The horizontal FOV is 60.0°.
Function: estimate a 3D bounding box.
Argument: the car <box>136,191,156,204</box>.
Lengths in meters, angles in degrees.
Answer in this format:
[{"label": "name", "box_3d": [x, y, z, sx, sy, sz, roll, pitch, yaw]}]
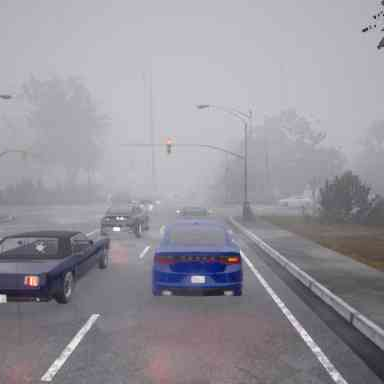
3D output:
[{"label": "car", "box_3d": [-6.755, 1.095, 49.408, 1.882, 1.535, 5.008, 0, 1, -3]}]

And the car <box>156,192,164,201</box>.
[{"label": "car", "box_3d": [-6.982, 1.049, 63.690, 1.994, 1.385, 4.181, 0, 1, 0]}]

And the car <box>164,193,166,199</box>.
[{"label": "car", "box_3d": [-7.016, 0.827, 75.308, 1.882, 1.535, 5.008, 0, 1, -1]}]

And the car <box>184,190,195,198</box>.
[{"label": "car", "box_3d": [-0.354, 0.419, 85.490, 2.150, 2.045, 5.566, 0, 1, -4]}]

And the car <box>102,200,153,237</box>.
[{"label": "car", "box_3d": [-3.376, 1.402, 17.322, 1.837, 1.490, 4.892, 0, 0, 0]}]

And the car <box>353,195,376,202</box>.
[{"label": "car", "box_3d": [23.501, 1.173, 43.415, 4.892, 1.490, 1.837, 0, 1, -3]}]

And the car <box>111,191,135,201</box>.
[{"label": "car", "box_3d": [-10.524, 0.831, 50.221, 2.150, 2.045, 5.566, 0, 1, 0]}]

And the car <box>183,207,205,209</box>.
[{"label": "car", "box_3d": [0.124, 1.458, 17.599, 1.994, 1.385, 4.181, 0, 0, 0]}]

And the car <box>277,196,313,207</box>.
[{"label": "car", "box_3d": [13.283, 1.200, 42.851, 4.674, 1.442, 1.812, 0, 1, -3]}]

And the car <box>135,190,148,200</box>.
[{"label": "car", "box_3d": [-10.462, 0.817, 65.555, 2.097, 1.767, 4.553, 0, 1, 0]}]

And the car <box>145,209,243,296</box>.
[{"label": "car", "box_3d": [0.113, 1.446, 8.617, 1.882, 1.535, 5.008, 0, 0, 0]}]

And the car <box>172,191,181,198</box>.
[{"label": "car", "box_3d": [-3.851, 0.737, 85.355, 2.033, 1.411, 5.357, 0, 1, -4]}]

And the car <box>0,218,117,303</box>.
[{"label": "car", "box_3d": [-3.388, 1.573, 8.070, 1.895, 1.301, 4.718, 0, 0, 0]}]
